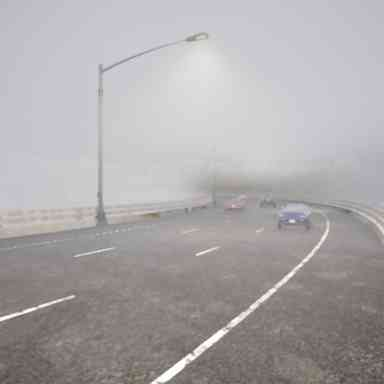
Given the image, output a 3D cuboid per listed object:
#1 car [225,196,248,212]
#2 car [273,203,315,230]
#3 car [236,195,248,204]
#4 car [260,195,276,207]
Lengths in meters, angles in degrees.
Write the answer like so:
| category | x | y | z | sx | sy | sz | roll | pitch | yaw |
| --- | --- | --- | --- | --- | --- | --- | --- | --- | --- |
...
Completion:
| category | x | y | z | sx | sy | sz | roll | pitch | yaw |
| --- | --- | --- | --- | --- | --- | --- | --- | --- | --- |
| car | 4.913 | 1.457 | 36.848 | 1.994 | 1.385 | 4.181 | 0 | 0 | 16 |
| car | 6.565 | 1.471 | 20.776 | 1.812 | 1.442 | 4.674 | 0 | 0 | 24 |
| car | 8.795 | 1.358 | 58.488 | 1.812 | 1.442 | 4.674 | 0 | 0 | 5 |
| car | 11.244 | 1.216 | 49.424 | 2.097 | 1.767 | 4.553 | 0 | 0 | 9 |
